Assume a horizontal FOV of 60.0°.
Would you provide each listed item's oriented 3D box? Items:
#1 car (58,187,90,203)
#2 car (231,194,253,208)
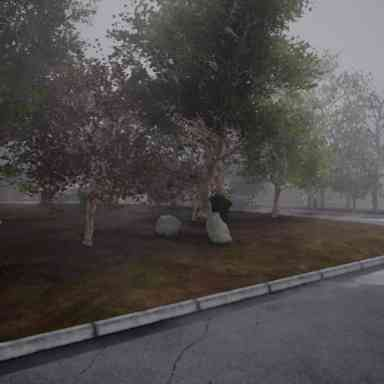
[{"bbox_3d":[-14.250,0.397,41.064,5.566,2.045,2.150,2,-1,-28],"label":"car"},{"bbox_3d":[4.620,1.022,37.490,1.837,1.490,4.892,2,0,-40],"label":"car"}]
